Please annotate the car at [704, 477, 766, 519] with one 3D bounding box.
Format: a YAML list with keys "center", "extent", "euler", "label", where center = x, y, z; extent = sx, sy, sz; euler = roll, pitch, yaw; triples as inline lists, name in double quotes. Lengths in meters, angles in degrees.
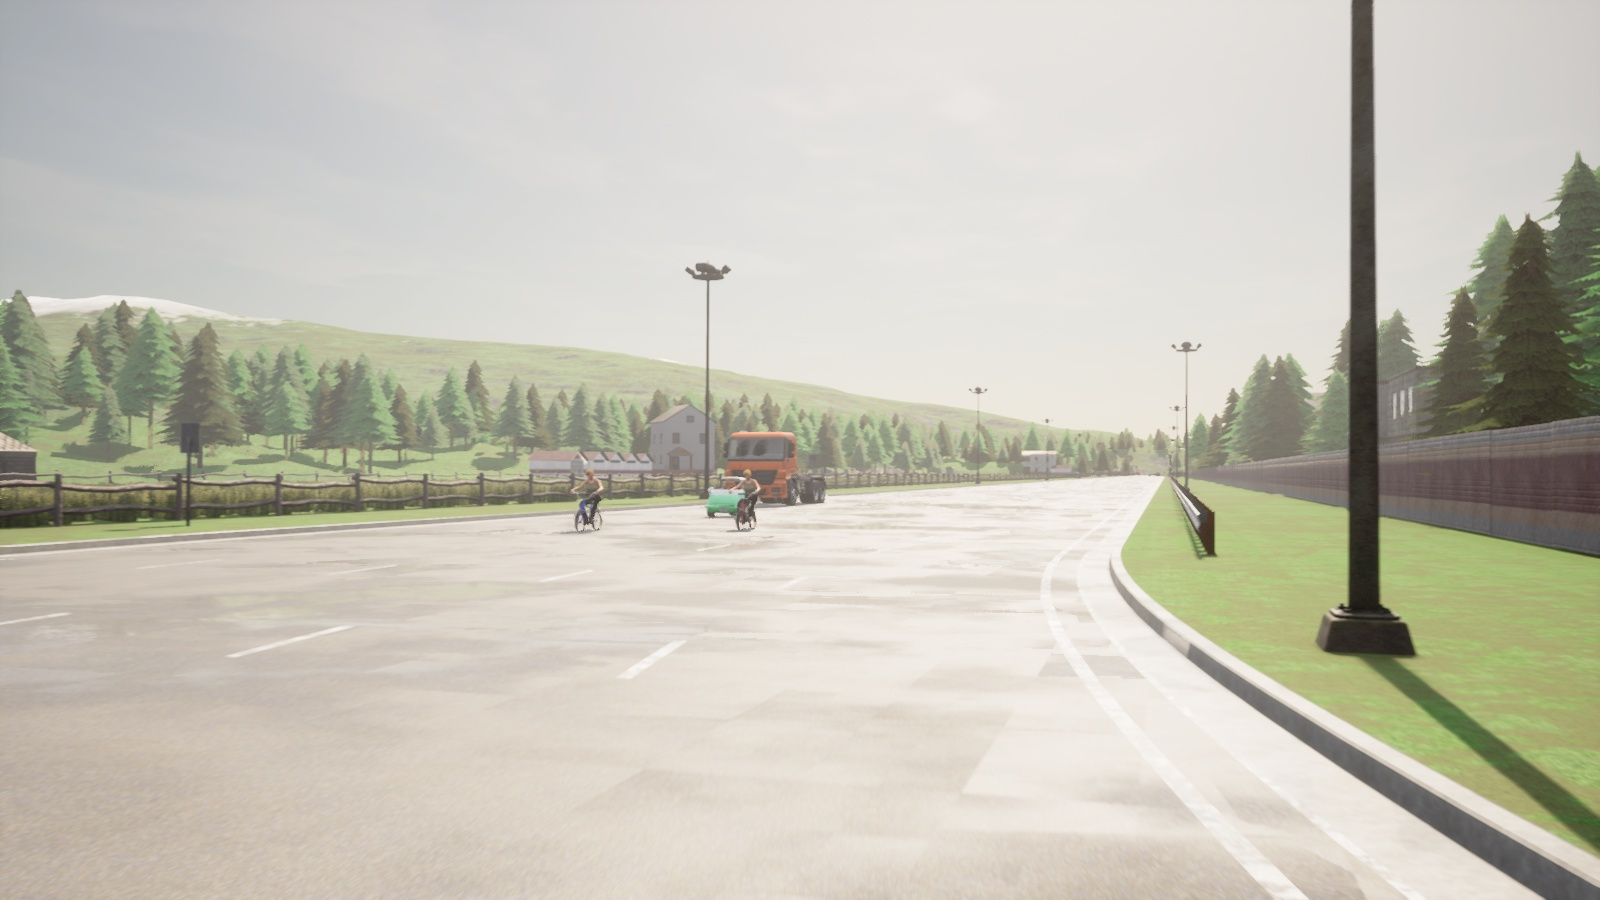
- center: [-2.215, 1.628, 42.972]
  extent: [1.481, 1.376, 2.207]
  euler: [0, -1, 16]
  label: "car"

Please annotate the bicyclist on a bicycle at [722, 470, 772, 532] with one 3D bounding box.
- center: [-1.400, 1.339, 33.293]
  extent: [0.866, 1.612, 1.509]
  euler: [0, -1, 17]
  label: "bicyclist on a bicycle"

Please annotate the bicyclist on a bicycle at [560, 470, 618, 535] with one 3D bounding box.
- center: [-5.388, 1.332, 32.129]
  extent: [0.866, 1.612, 1.509]
  euler: [0, -1, 17]
  label: "bicyclist on a bicycle"

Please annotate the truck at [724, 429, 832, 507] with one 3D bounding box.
- center: [-0.921, 0.882, 59.867]
  extent: [2.891, 3.462, 7.936]
  euler: [0, -1, 16]
  label: "truck"
